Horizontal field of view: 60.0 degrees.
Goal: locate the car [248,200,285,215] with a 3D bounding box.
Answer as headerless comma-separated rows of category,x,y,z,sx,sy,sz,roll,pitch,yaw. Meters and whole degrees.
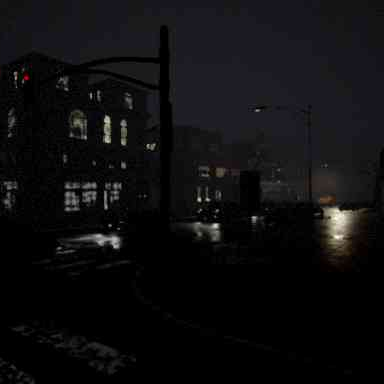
car,8.220,1.752,35.979,1.812,1.442,4.674,-1,-1,36

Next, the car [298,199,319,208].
car,19.501,1.916,55.668,2.008,1.369,4.403,-1,-1,36

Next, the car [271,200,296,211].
car,12.930,1.851,46.754,1.887,1.381,4.507,-1,-1,36

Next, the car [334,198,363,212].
car,19.777,1.762,41.919,1.752,1.417,4.829,-1,-1,36

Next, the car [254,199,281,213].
car,9.644,1.719,42.299,1.967,1.590,4.097,-1,-1,36

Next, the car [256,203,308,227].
car,6.565,1.706,23.935,1.802,1.307,4.206,-1,-1,36

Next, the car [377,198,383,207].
car,32.817,1.794,59.611,1.967,1.590,4.097,-1,-1,36

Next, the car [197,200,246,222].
car,2.370,1.530,28.061,2.097,1.767,4.553,-1,-1,37

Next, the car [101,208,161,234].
car,-3.416,1.694,20.204,1.994,1.385,4.181,-1,-1,36

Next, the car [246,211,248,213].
car,6.358,1.691,37.842,1.967,1.590,4.097,-1,-1,36

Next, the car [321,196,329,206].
car,22.685,1.919,59.989,1.752,1.417,4.829,-1,-1,36

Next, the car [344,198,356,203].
car,39.213,2.131,82.409,1.802,1.307,4.206,-1,-1,36

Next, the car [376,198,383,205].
car,39.388,1.981,68.523,1.947,1.339,4.313,-1,-1,36

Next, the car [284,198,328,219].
car,9.819,1.592,28.413,1.967,1.590,4.097,-1,-1,36

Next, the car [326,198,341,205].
car,29.357,2.021,69.040,1.947,1.339,4.313,-1,-1,36

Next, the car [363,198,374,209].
car,26.247,1.838,50.696,1.887,1.381,4.507,-1,-1,36

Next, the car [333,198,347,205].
car,32.642,2.052,73.495,1.947,1.339,4.313,-1,-1,36

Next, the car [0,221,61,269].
car,-5.997,1.588,9.935,2.033,1.411,5.357,0,0,5

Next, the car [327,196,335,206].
car,26.070,1.740,64.585,2.192,1.841,5.009,-1,-1,36
